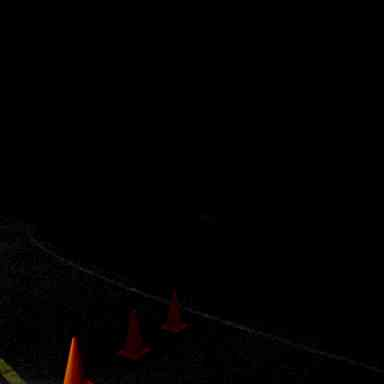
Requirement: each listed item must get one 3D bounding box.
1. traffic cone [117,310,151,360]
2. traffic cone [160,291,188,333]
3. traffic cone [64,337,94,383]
[{"bbox_3d":[-0.809,1.938,4.624,0.340,0.580,0.340,1,1,31],"label":"traffic cone"},{"bbox_3d":[-0.289,1.931,5.475,0.340,0.580,0.340,1,1,31],"label":"traffic cone"},{"bbox_3d":[-1.328,1.945,3.774,0.340,0.580,0.340,1,1,31],"label":"traffic cone"}]
